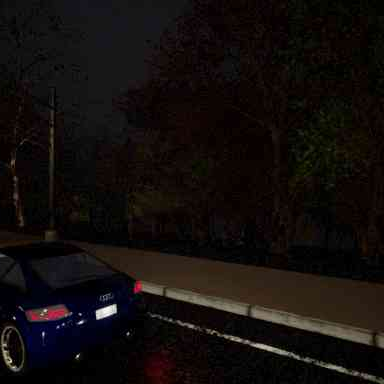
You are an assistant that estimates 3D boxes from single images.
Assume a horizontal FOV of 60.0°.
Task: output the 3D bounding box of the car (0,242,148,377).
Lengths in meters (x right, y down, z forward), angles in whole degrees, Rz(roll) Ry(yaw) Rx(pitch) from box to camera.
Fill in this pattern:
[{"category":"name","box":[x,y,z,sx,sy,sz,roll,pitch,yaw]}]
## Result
[{"category":"car","box":[-2.747,1.563,5.628,4.181,1.385,1.994,0,0,37]}]
